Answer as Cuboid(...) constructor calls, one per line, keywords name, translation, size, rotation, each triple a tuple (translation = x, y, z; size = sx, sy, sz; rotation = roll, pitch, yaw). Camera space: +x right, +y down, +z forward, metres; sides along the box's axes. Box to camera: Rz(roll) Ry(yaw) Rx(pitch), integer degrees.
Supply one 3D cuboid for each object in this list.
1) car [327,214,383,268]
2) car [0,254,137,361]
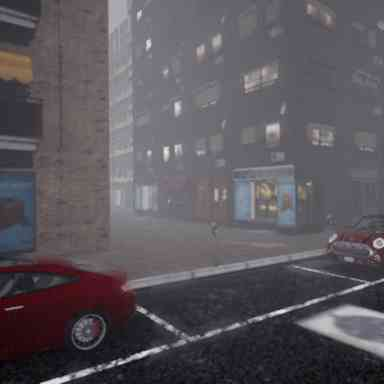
Cuboid(name="car", translation=(6.296, 1.489, 11.066), size=(4.097, 1.590, 1.967), rotation=(0, -1, -35))
Cuboid(name="car", translation=(-2.824, 1.583, 4.557), size=(4.206, 1.307, 1.802), rotation=(0, -1, -35))
